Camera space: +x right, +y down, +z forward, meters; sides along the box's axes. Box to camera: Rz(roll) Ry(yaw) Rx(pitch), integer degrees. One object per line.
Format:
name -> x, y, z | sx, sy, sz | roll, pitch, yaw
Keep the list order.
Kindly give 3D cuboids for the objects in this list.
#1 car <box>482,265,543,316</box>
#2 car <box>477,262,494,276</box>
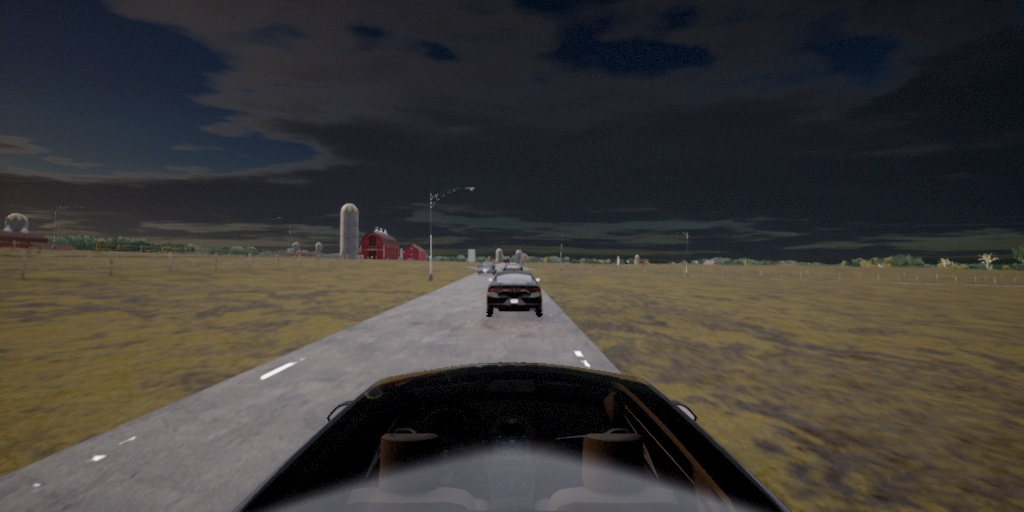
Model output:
car -> 0.084, 1.275, 13.743 | 1.882, 1.535, 5.008 | 0, 0, 0
car -> -2.831, 1.402, 40.600 | 2.128, 1.511, 4.902 | 0, 0, 0
